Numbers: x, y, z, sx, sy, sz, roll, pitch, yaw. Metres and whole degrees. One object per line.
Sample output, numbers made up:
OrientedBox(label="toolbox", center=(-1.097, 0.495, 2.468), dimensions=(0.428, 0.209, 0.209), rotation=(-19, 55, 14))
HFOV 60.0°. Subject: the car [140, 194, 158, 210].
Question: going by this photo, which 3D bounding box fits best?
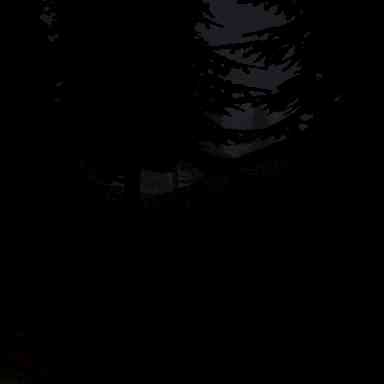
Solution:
OrientedBox(label="car", center=(-6.466, 1.206, 39.262), dimensions=(2.150, 2.045, 5.566), rotation=(0, 0, 37))
